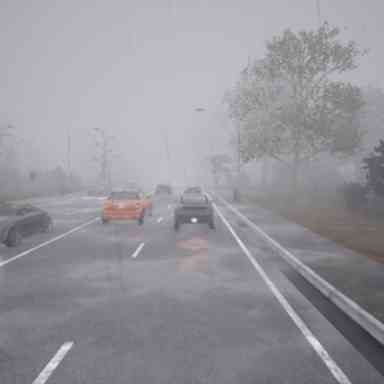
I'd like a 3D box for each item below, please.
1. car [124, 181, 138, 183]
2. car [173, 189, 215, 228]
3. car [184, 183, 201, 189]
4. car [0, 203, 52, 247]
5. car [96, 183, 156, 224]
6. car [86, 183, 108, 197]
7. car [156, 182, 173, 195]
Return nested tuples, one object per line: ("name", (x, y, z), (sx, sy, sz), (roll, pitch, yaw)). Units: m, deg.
("car", (-7.094, -0.443, 38.149), (2.097, 1.767, 4.553), (0, 3, 0))
("car", (0.098, 0.845, 16.825), (1.837, 1.490, 4.892), (0, 3, 0))
("car", (0.082, -0.268, 38.139), (1.812, 1.442, 4.674), (0, 3, 0))
("car", (-7.033, 1.125, 12.665), (1.994, 1.385, 4.181), (0, 3, 1))
("car", (-3.401, 0.619, 18.177), (2.097, 1.767, 4.553), (0, 3, 0))
("car", (-10.594, -0.288, 38.109), (1.837, 1.490, 4.892), (0, 3, 0))
("car", (-3.405, -0.427, 40.741), (1.837, 1.490, 4.892), (0, 3, 0))
